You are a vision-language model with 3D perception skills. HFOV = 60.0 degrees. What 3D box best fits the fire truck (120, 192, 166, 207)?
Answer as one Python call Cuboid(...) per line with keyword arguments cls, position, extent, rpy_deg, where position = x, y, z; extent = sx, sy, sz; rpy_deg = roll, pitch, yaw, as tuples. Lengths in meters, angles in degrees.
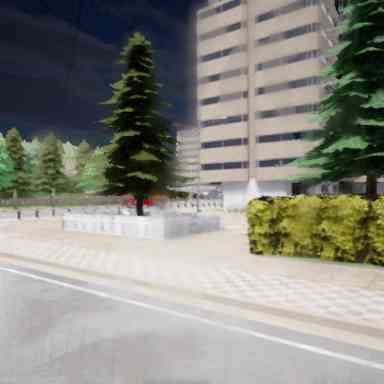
Cuboid(cls="fire truck", position=(-8.084, 0.618, 55.955), extent=(2.891, 3.827, 8.468), rpy_deg=(-1, 0, 36))
